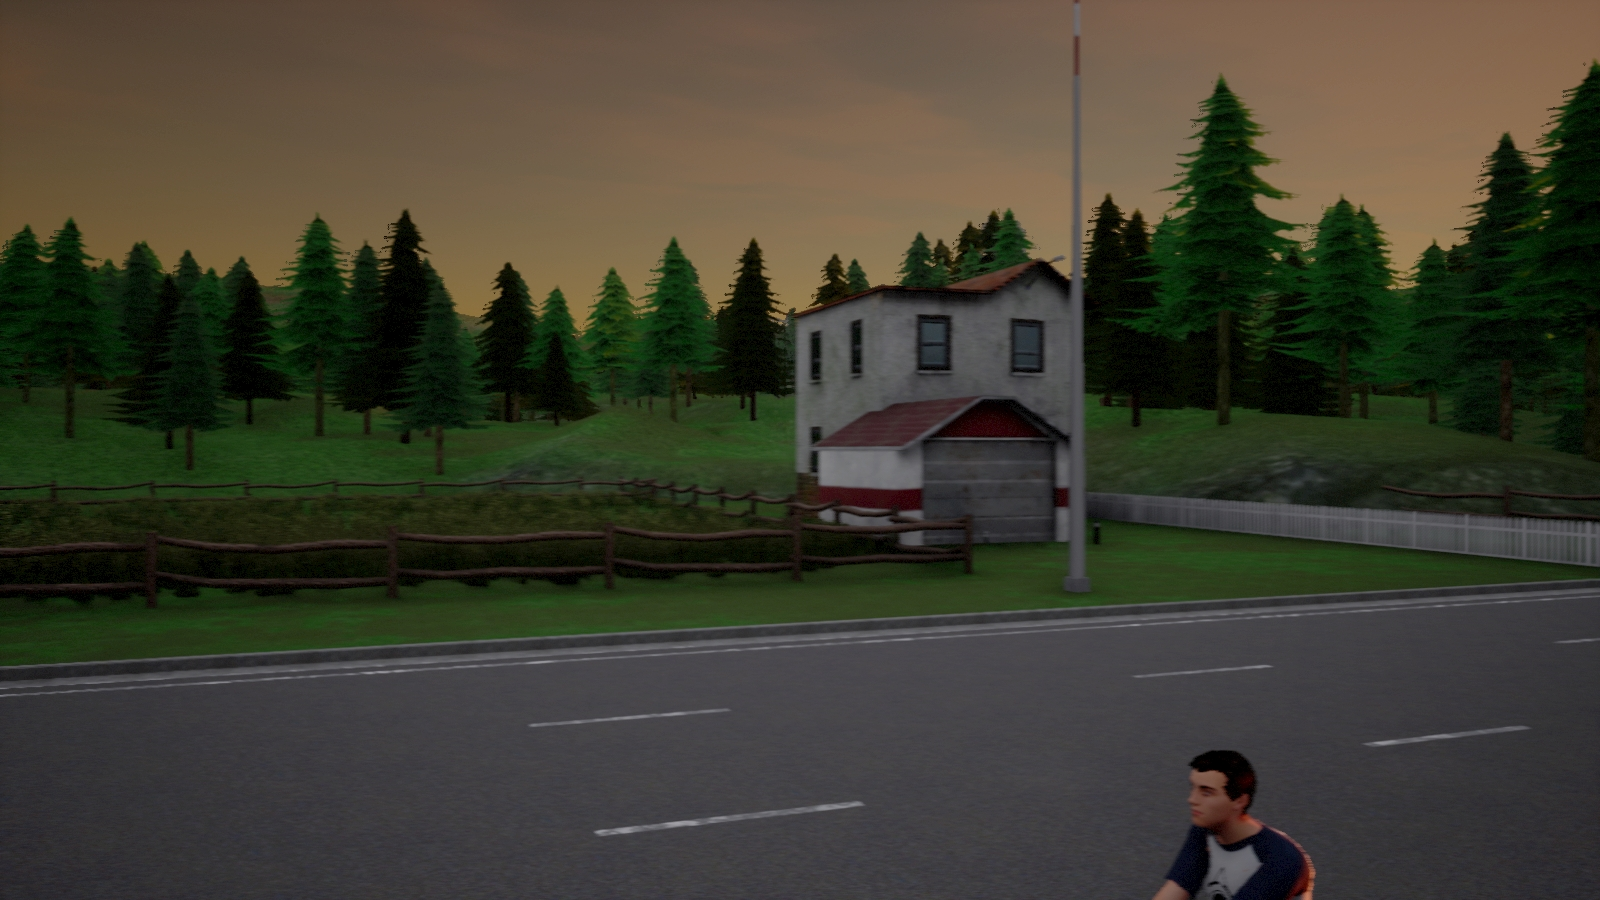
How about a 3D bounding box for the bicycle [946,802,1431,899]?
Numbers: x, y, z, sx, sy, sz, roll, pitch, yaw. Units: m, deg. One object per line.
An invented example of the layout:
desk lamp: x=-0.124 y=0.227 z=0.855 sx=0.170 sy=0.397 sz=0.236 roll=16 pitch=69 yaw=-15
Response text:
bicycle: x=1.309 y=2.056 z=3.774 sx=1.643 sy=1.496 sz=0.373 roll=0 pitch=0 yaw=-20
